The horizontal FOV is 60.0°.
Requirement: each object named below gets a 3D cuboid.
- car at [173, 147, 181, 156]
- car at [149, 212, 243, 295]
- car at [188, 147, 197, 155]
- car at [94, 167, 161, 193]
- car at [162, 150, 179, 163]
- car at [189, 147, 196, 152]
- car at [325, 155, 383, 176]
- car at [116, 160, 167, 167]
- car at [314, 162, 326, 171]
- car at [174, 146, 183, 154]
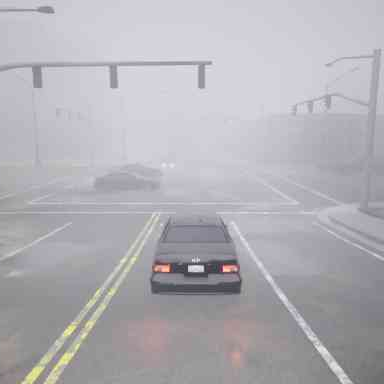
[{"bbox_3d":[-3.485,-6.879,60.986,1.837,1.490,4.892,0,9,0],"label":"car"},{"bbox_3d":[0.086,1.219,8.383,2.033,1.411,5.357,0,4,0],"label":"car"},{"bbox_3d":[0.103,-8.927,73.551,1.837,1.490,4.892,0,9,0],"label":"car"},{"bbox_3d":[-4.509,-0.748,23.398,4.674,1.442,1.812,0,9,0],"label":"car"},{"bbox_3d":[-3.526,-5.295,51.508,2.033,1.411,5.357,0,9,0],"label":"car"},{"bbox_3d":[0.122,-11.589,90.519,1.895,1.301,4.718,0,9,0],"label":"car"},{"bbox_3d":[17.069,-2.753,33.806,5.566,2.045,2.150,0,9,1],"label":"car"},{"bbox_3d":[-5.093,-1.804,29.596,5.008,1.535,1.882,-6,12,-34],"label":"car"},{"bbox_3d":[16.325,-3.049,37.312,4.902,1.511,2.128,0,9,0],"label":"car"},{"bbox_3d":[-3.404,-8.501,71.181,2.033,1.411,5.357,0,9,0],"label":"car"}]
